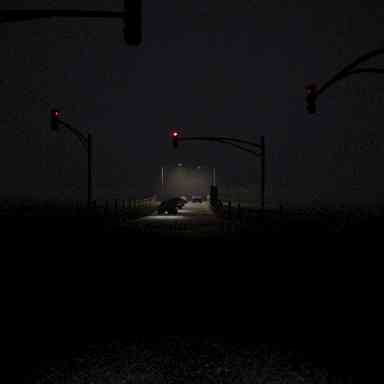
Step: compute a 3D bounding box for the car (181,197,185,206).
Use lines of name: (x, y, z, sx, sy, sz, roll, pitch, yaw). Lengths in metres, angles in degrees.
car: (-2.251, 1.514, 43.946, 1.837, 1.490, 4.892, 0, 0, 1)

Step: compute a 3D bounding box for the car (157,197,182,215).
car: (-2.402, 1.553, 34.169, 2.033, 1.411, 5.357, 0, 0, 0)

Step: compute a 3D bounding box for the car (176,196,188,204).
car: (-1.903, 1.581, 63.799, 1.994, 1.385, 4.181, 0, 0, 2)

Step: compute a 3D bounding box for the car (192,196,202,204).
car: (1.029, 1.495, 65.906, 1.882, 1.535, 5.008, 0, 0, 1)

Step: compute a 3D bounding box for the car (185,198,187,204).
car: (-2.104, 1.560, 53.794, 2.033, 1.411, 5.357, 0, 0, 1)

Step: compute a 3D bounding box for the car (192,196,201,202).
car: (1.090, 1.617, 75.940, 1.895, 1.301, 4.718, 0, 0, 1)
